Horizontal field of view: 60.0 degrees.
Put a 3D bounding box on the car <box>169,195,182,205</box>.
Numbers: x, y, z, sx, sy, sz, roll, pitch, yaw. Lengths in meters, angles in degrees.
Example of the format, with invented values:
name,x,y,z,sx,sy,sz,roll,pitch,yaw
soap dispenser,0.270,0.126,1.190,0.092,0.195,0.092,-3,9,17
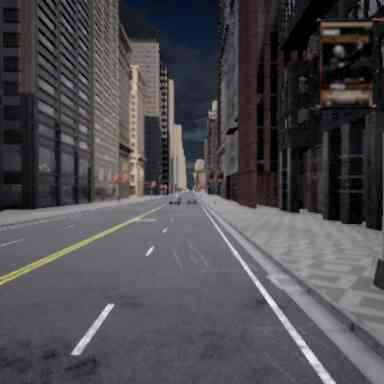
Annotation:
name,x,y,z,sx,sy,sz,roll,pitch,yaw
car,-3.221,1.658,61.926,1.994,1.385,4.181,0,0,0

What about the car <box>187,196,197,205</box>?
name,x,y,z,sx,sy,sz,roll,pitch,yaw
car,0.029,1.588,61.506,2.128,1.511,4.902,0,0,0

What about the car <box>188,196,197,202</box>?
name,x,y,z,sx,sy,sz,roll,pitch,yaw
car,0.034,1.530,71.957,1.895,1.301,4.718,0,0,0
